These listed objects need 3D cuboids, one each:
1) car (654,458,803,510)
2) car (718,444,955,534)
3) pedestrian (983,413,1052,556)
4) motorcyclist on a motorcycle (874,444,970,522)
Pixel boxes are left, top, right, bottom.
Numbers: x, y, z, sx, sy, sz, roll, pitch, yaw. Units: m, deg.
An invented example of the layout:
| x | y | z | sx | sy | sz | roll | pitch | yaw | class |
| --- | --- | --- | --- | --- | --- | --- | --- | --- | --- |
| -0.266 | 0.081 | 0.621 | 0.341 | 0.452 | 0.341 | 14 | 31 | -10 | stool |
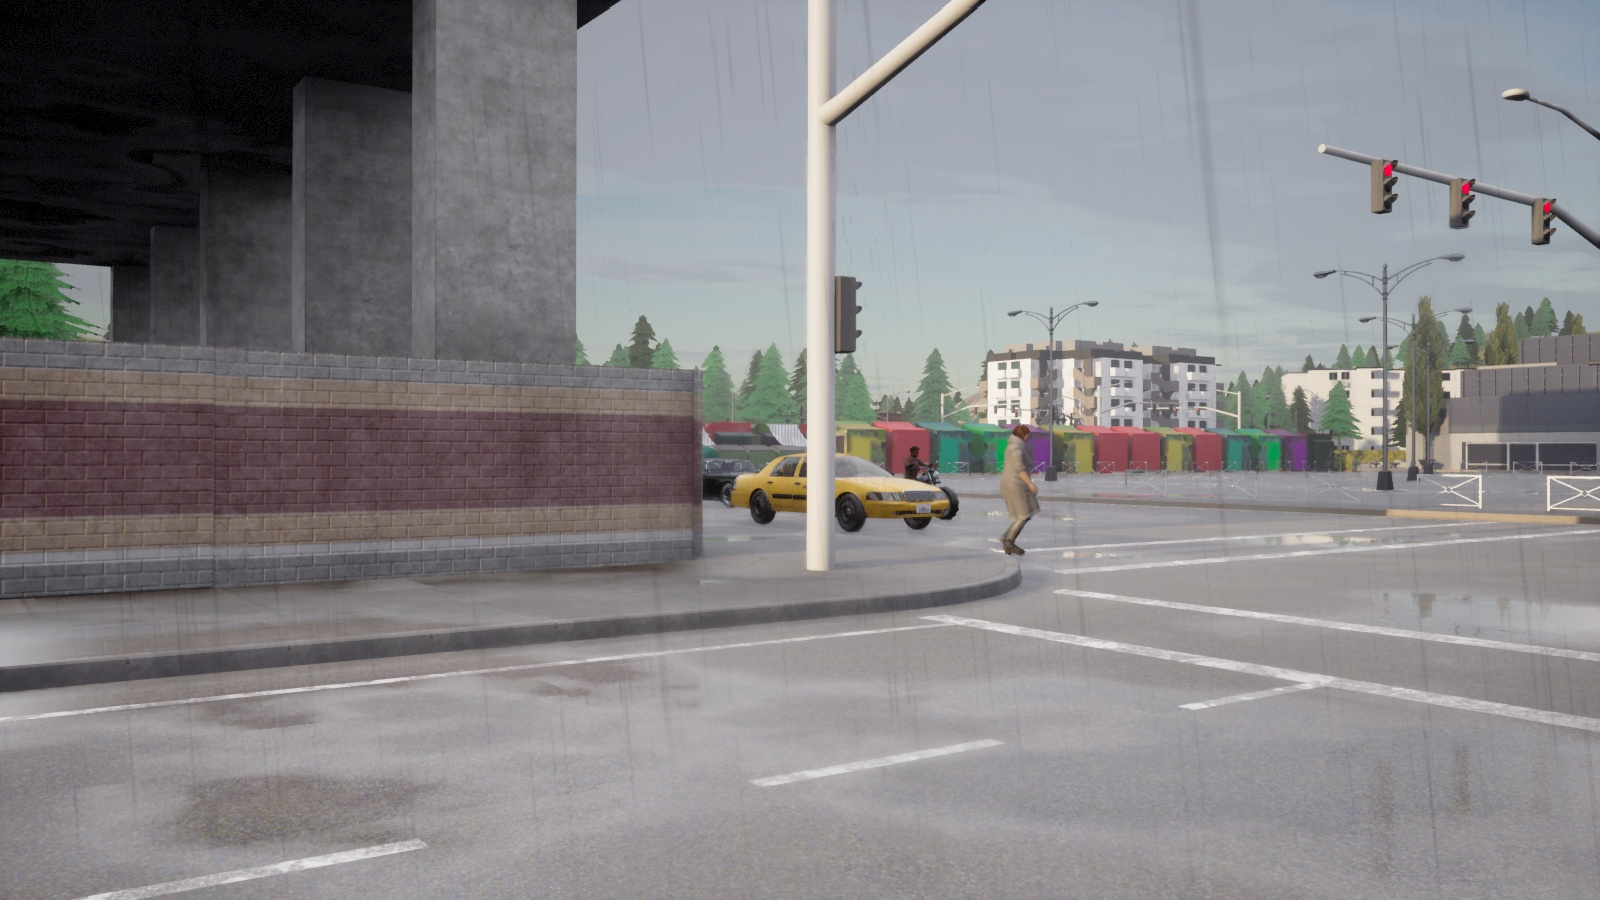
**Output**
| x | y | z | sx | sy | sz | roll | pitch | yaw | class |
| --- | --- | --- | --- | --- | --- | --- | --- | --- | --- |
| -2.041 | 0.879 | 34.541 | 1.895 | 1.301 | 4.718 | 0 | 0 | -35 | car |
| 0.561 | 0.688 | 24.736 | 1.801 | 1.575 | 5.366 | 0 | 0 | -35 | car |
| 3.020 | 0.478 | 17.490 | 0.873 | 1.952 | 0.659 | 0 | 0 | 2 | pedestrian |
| 2.673 | 0.702 | 27.821 | 0.766 | 1.649 | 2.350 | 0 | 0 | -35 | motorcyclist on a motorcycle |
